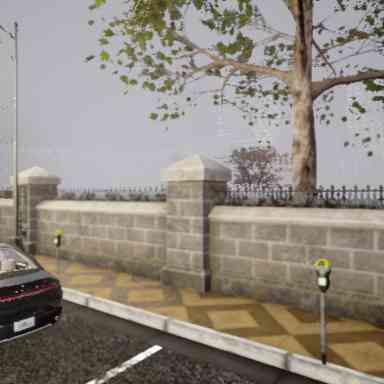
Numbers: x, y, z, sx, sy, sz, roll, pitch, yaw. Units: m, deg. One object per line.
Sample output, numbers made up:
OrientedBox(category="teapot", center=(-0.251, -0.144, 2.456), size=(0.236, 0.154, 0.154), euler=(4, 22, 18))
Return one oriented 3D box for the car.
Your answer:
OrientedBox(category="car", center=(-4.021, 1.540, 5.748), size=(4.403, 1.369, 2.008), euler=(0, 0, 35))
